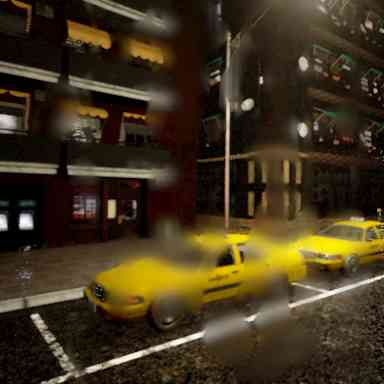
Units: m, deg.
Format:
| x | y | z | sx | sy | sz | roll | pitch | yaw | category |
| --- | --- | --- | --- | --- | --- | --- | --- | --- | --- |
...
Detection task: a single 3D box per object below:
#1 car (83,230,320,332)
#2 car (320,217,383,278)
| x | y | z | sx | sy | sz | roll | pitch | yaw | category |
| --- | --- | --- | --- | --- | --- | --- | --- | --- | --- |
| 0.341 | 1.502 | 6.785 | 4.829 | 1.417 | 1.752 | 0 | 1 | -35 | car |
| 4.828 | 1.471 | 9.987 | 4.829 | 1.417 | 1.752 | 0 | 1 | -35 | car |
